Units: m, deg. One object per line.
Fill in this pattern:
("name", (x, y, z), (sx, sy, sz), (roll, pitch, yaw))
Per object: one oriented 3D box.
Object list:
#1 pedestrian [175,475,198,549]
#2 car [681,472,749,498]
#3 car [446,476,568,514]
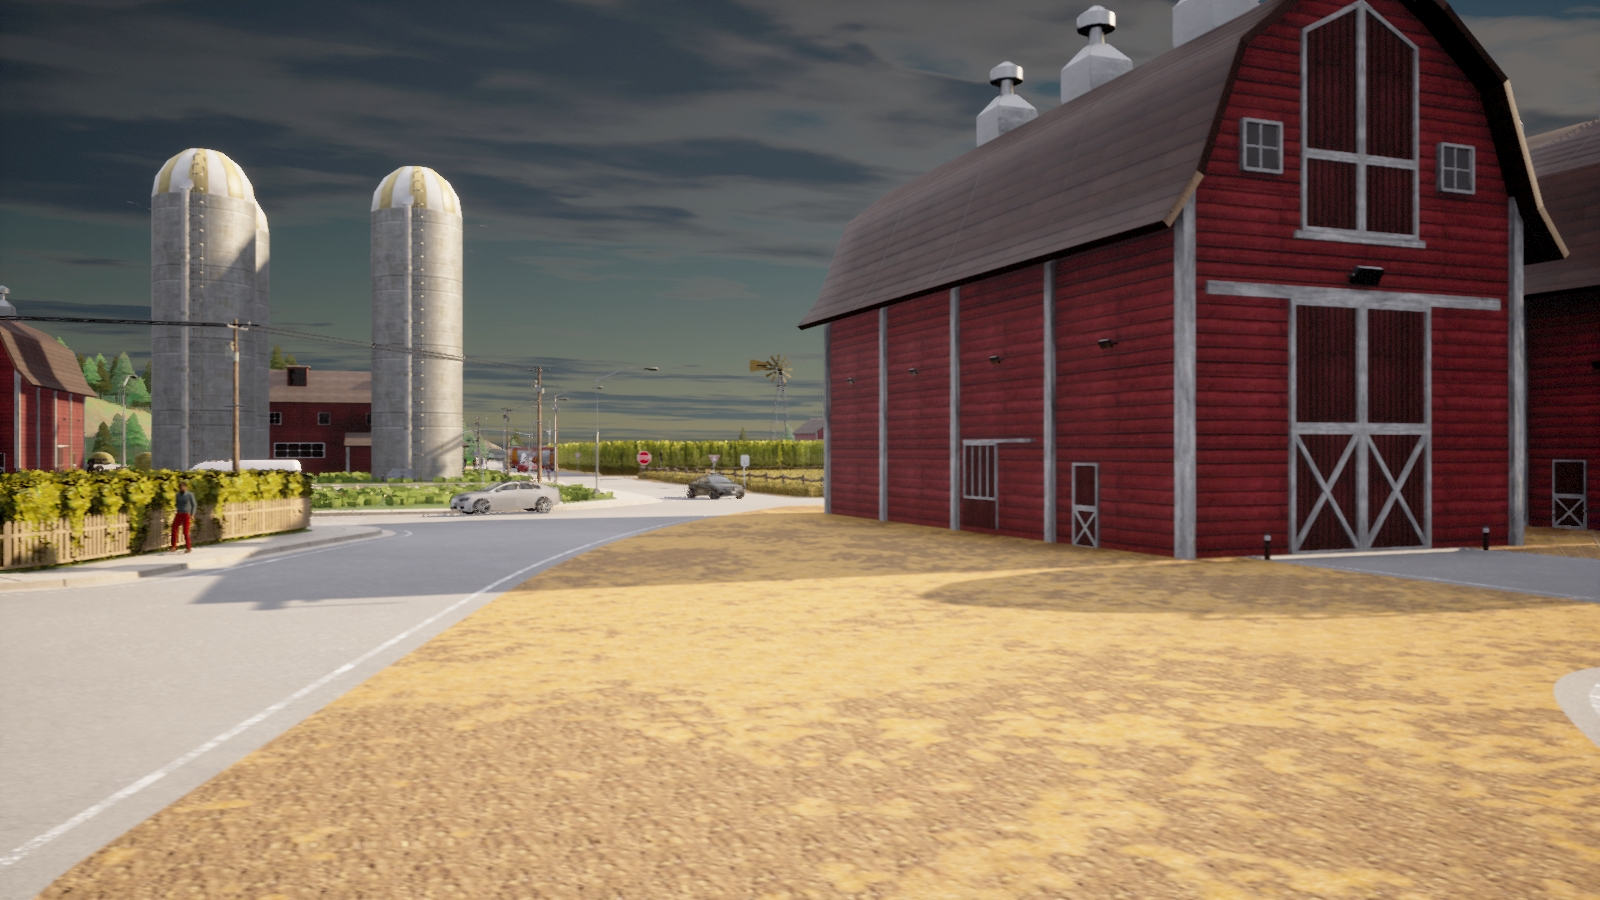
("pedestrian", (-15.622, 1.565, 29.107), (0.375, 1.860, 0.375), (0, 0, 3))
("car", (-5.106, 2.072, 68.279), (2.002, 1.442, 4.674), (0, 0, -33))
("car", (-13.223, 1.998, 51.620), (4.902, 1.511, 2.128), (-1, -1, -33))
